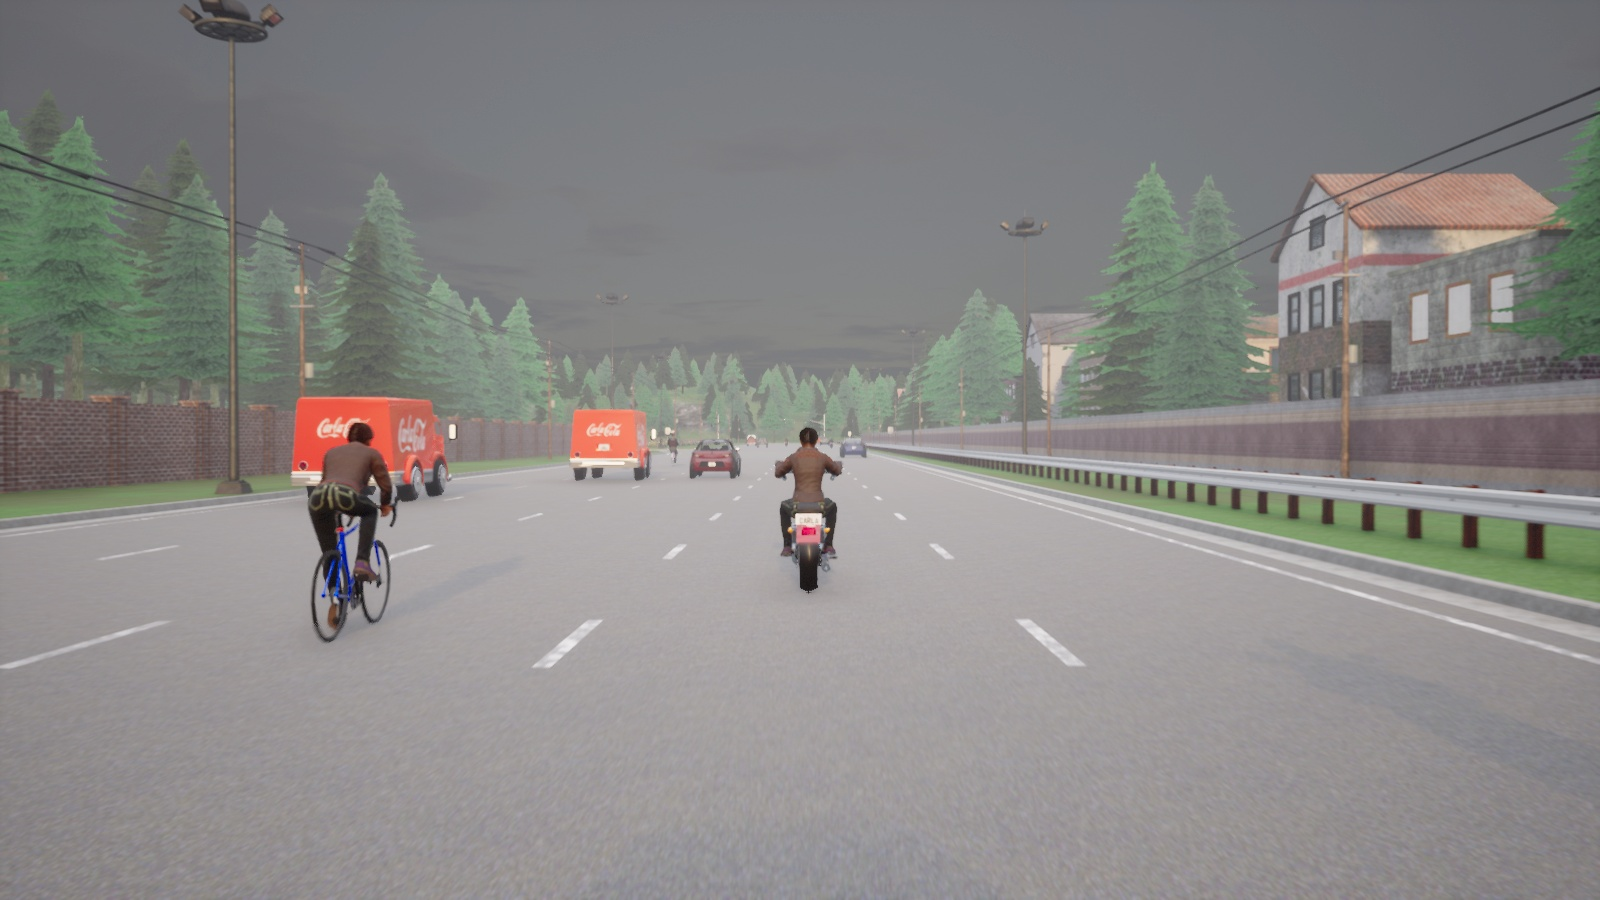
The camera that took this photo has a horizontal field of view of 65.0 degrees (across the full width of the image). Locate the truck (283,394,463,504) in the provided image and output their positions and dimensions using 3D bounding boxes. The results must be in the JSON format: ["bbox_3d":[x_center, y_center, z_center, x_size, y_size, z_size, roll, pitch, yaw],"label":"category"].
[{"bbox_3d":[-10.312,-0.048,30.882,2.627,2.467,5.204,0,1,0],"label":"truck"}]

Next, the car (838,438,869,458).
[{"bbox_3d":[4.051,-0.178,95.798,2.163,1.488,4.792,0,1,0],"label":"car"}]

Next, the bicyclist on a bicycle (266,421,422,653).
[{"bbox_3d":[-3.430,0.603,9.586,0.582,1.620,1.656,0,0,0],"label":"bicyclist on a bicycle"}]

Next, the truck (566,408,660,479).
[{"bbox_3d":[-6.728,-0.203,45.828,2.627,2.467,5.204,0,0,0],"label":"truck"}]

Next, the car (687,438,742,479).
[{"bbox_3d":[-3.216,0.293,48.000,1.816,1.474,4.193,0,1,0],"label":"car"}]

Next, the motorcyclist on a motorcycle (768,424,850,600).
[{"bbox_3d":[0.088,0.571,12.957,0.766,1.649,2.350,0,0,0],"label":"motorcyclist on a motorcycle"}]
